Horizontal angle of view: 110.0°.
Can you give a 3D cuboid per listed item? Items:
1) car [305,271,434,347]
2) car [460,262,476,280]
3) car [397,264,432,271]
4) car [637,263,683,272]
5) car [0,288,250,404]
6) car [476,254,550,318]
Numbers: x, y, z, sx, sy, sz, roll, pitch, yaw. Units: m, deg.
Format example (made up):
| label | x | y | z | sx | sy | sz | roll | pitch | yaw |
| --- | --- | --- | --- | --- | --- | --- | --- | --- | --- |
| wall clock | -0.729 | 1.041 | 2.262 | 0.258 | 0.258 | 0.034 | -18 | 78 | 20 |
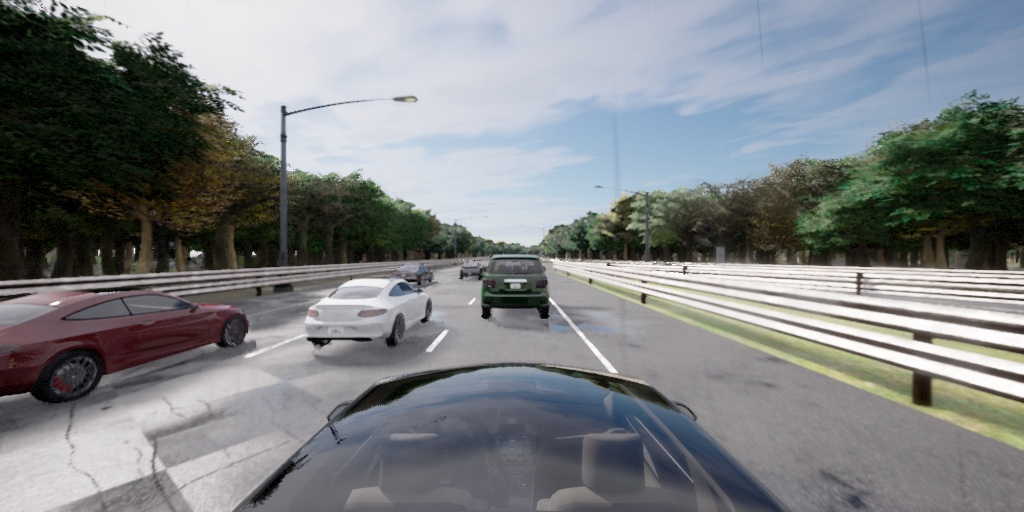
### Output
| label | x | y | z | sx | sy | sz | roll | pitch | yaw |
| --- | --- | --- | --- | --- | --- | --- | --- | --- | --- |
| car | -3.398 | 1.271 | 9.222 | 1.812 | 1.442 | 4.674 | 0 | 0 | 0 |
| car | -3.391 | 1.228 | 31.316 | 2.128 | 1.511 | 4.902 | 0 | 0 | 0 |
| car | -6.902 | 1.288 | 25.332 | 2.033 | 1.411 | 5.357 | 0 | 0 | 0 |
| car | 14.645 | 1.391 | 35.722 | 2.033 | 1.411 | 5.357 | 0 | 0 | -15 |
| car | -6.895 | 1.273 | 6.212 | 1.812 | 1.442 | 4.674 | 0 | 0 | 0 |
| car | 0.104 | 0.966 | 13.118 | 2.150 | 2.045 | 5.566 | 0 | 0 | 0 |
